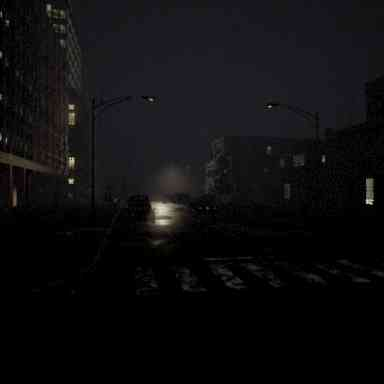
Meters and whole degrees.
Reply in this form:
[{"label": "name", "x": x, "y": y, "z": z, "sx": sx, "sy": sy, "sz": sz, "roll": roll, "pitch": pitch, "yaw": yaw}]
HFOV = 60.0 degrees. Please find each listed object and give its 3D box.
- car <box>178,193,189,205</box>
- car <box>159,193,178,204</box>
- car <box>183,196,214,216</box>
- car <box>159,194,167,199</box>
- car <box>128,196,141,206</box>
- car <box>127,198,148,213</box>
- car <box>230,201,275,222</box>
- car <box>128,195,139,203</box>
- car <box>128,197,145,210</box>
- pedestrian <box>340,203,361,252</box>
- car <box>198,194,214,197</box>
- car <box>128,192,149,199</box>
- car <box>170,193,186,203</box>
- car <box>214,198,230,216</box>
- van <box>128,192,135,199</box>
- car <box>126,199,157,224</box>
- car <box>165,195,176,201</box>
[{"label": "car", "x": -0.609, "y": 1.327, "z": 52.322, "sx": 1.752, "sy": 1.417, "sz": 4.829, "roll": 1, "pitch": 0, "yaw": -11}, {"label": "car", "x": -4.097, "y": 1.273, "z": 56.707, "sx": 1.837, "sy": 1.490, "sz": 4.892, "roll": 0, "pitch": 0, "yaw": -11}, {"label": "car", "x": 0.875, "y": 1.421, "z": 31.058, "sx": 2.033, "sy": 1.411, "sz": 5.357, "roll": 0, "pitch": 0, "yaw": -11}, {"label": "car", "x": -7.945, "y": 1.244, "z": 90.207, "sx": 1.802, "sy": 1.307, "sz": 4.206, "roll": 1, "pitch": 0, "yaw": -11}, {"label": "car", "x": -8.772, "y": 1.283, "z": 50.397, "sx": 1.752, "sy": 1.417, "sz": 4.829, "roll": 1, "pitch": 0, "yaw": -11}, {"label": "car", "x": -5.647, "y": 1.374, "z": 34.256, "sx": 2.008, "sy": 1.369, "sz": 4.403, "roll": 1, "pitch": 0, "yaw": -11}, {"label": "car", "x": 4.654, "y": 1.441, "z": 25.141, "sx": 1.752, "sy": 1.417, "sz": 4.829, "roll": 1, "pitch": 0, "yaw": -11}, {"label": "car", "x": -10.910, "y": 1.281, "z": 61.436, "sx": 1.947, "sy": 1.339, "sz": 4.313, "roll": 1, "pitch": 0, "yaw": -11}, {"label": "car", "x": -6.699, "y": 1.345, "z": 39.692, "sx": 1.887, "sy": 1.381, "sz": 4.507, "roll": 1, "pitch": 0, "yaw": -11}, {"label": "pedestrian", "x": 5.859, "y": 1.260, "z": 12.280, "sx": 0.375, "sy": 1.860, "sz": 0.375, "roll": 1, "pitch": 0, "yaw": -11}, {"label": "car", "x": 1.531, "y": 1.161, "z": 41.282, "sx": 2.192, "sy": 1.841, "sz": 5.009, "roll": 1, "pitch": 0, "yaw": -11}, {"label": "car", "x": -4.592, "y": 1.162, "z": 28.819, "sx": 2.192, "sy": 1.841, "sz": 5.009, "roll": 1, "pitch": 0, "yaw": -11}, {"label": "car", "x": -2.679, "y": 1.076, "z": 63.026, "sx": 2.192, "sy": 1.841, "sz": 5.009, "roll": 1, "pitch": 0, "yaw": -11}, {"label": "car", "x": 3.634, "y": 1.475, "z": 30.411, "sx": 1.802, "sy": 1.307, "sz": 4.206, "roll": 1, "pitch": 0, "yaw": -11}, {"label": "van", "x": -16.171, "y": 0.957, "z": 88.615, "sx": 1.690, "sy": 1.788, "sz": 3.998, "roll": 1, "pitch": 0, "yaw": -11}, {"label": "car", "x": -3.542, "y": 1.422, "z": 23.384, "sx": 2.008, "sy": 1.369, "sz": 4.403, "roll": 1, "pitch": 0, "yaw": -11}, {"label": "car", "x": -4.787, "y": 1.286, "z": 73.899, "sx": 1.947, "sy": 1.339, "sz": 4.313, "roll": 1, "pitch": 0, "yaw": -11}]
